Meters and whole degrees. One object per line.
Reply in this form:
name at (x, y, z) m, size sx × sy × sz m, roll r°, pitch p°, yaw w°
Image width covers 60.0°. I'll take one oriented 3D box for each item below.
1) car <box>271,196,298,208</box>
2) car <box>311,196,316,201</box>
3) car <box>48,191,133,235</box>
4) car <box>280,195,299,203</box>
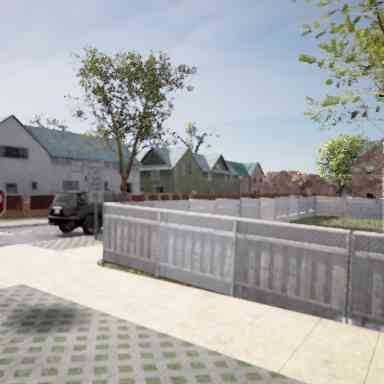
car at (13.259, 1.335, 47.438) m, size 2.128 × 1.511 × 4.902 m, roll 0°, pitch 0°, yaw 35°
car at (18.733, 1.360, 50.527) m, size 1.882 × 1.535 × 5.008 m, roll 0°, pitch 0°, yaw 35°
car at (-4.453, 0.955, 16.931) m, size 2.150 × 2.045 × 5.566 m, roll 0°, pitch 0°, yaw 35°
car at (12.991, 1.200, 42.117) m, size 2.097 × 1.767 × 4.553 m, roll 0°, pitch 0°, yaw 35°
